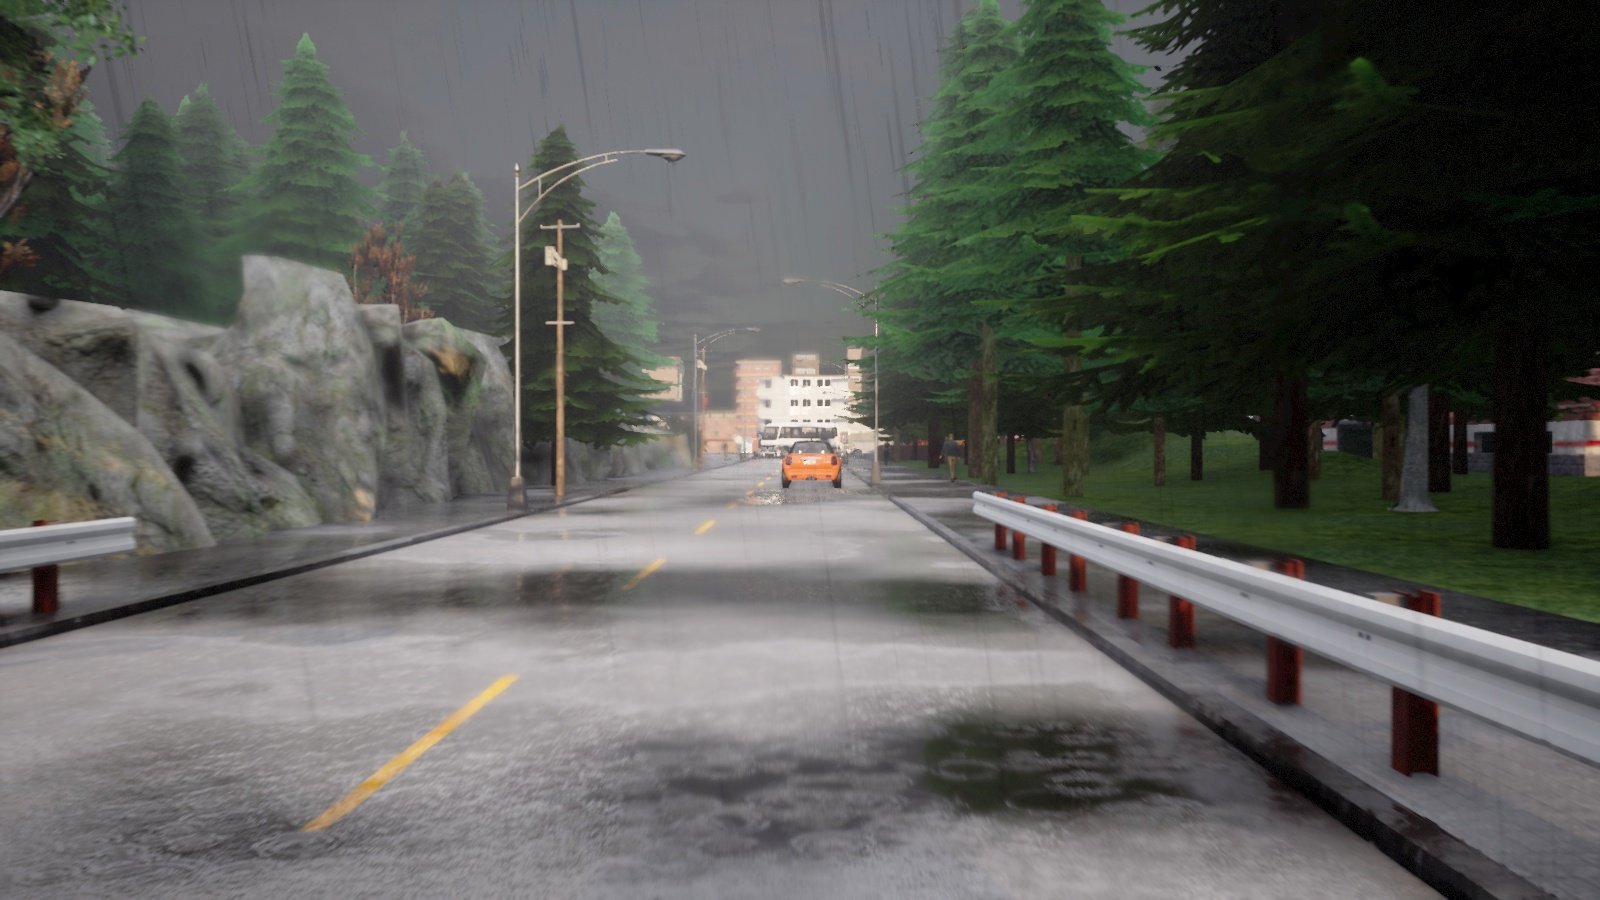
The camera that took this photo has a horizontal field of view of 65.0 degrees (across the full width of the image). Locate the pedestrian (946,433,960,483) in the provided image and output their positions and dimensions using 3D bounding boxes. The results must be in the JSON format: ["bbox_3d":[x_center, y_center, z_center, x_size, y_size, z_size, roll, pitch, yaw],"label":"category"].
[{"bbox_3d":[5.633,0.289,46.265,0.402,1.842,0.726,0,0,1],"label":"pedestrian"}]

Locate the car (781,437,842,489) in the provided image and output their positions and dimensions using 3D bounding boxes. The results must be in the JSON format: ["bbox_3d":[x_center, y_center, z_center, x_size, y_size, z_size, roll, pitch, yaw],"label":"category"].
[{"bbox_3d":[0.422,0.436,45.565,2.097,1.767,4.553,0,0,1],"label":"car"}]
